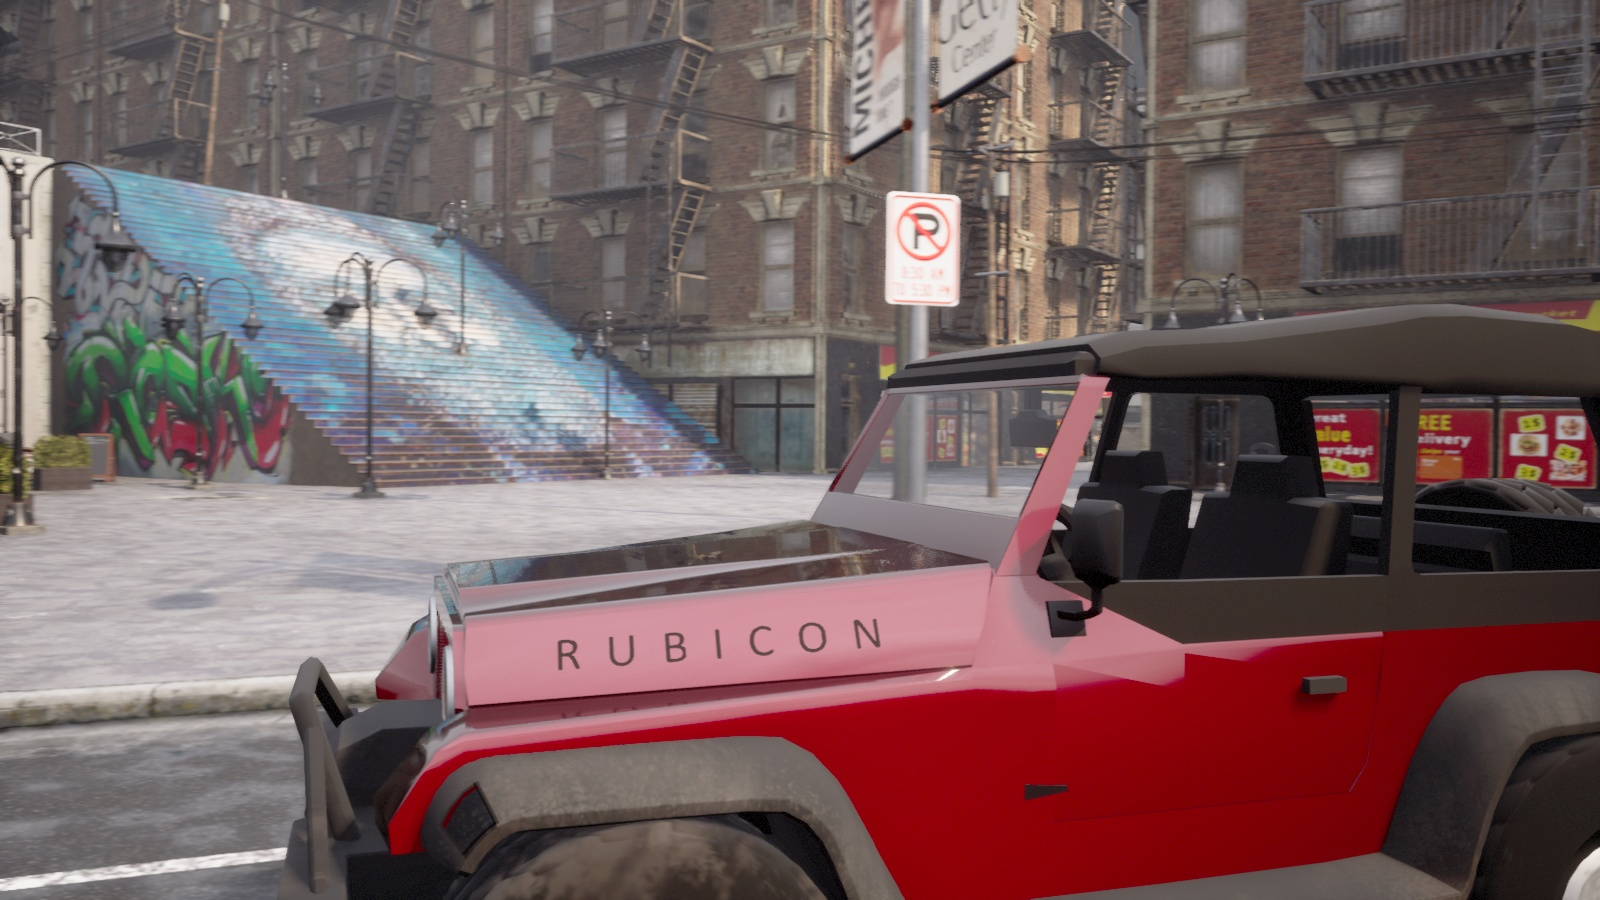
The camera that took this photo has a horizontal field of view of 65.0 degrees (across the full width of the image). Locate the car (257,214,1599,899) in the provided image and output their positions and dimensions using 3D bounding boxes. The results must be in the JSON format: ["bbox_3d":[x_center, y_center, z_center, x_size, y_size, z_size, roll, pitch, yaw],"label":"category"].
[{"bbox_3d":[0.685,0.526,3.506,3.866,1.878,1.905,-1,1,-19],"label":"car"}]
